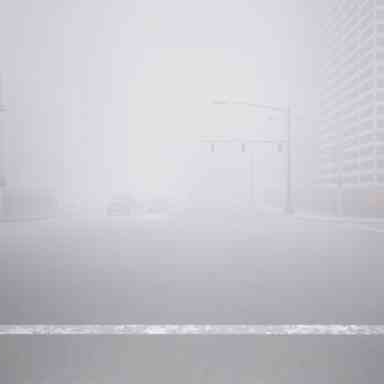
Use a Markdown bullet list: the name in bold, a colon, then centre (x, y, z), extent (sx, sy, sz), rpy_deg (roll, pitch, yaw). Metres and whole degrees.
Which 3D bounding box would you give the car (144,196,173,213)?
- **car**: centre (-3.676, 1.492, 37.430), extent (2.128, 1.511, 4.902), rpy_deg (0, 0, 0)

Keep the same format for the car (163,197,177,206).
- **car**: centre (-3.701, 1.564, 56.459), extent (1.994, 1.385, 4.181), rpy_deg (0, 0, 0)

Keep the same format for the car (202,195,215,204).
- **car**: centre (3.466, 1.526, 64.646), extent (1.812, 1.442, 4.674), rpy_deg (0, 0, 0)

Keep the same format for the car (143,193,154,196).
- **car**: centre (-7.200, 1.221, 55.283), extent (2.150, 2.045, 5.566), rpy_deg (0, 0, 0)

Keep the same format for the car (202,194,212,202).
- **car**: centre (3.353, 1.355, 74.548), extent (2.097, 1.767, 4.553), rpy_deg (0, 0, 0)

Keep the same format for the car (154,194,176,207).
- **car**: centre (-3.690, 1.352, 46.646), extent (2.097, 1.767, 4.553), rpy_deg (0, 0, 0)

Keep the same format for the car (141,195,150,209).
- **car**: centre (-7.191, 1.547, 44.759), extent (2.033, 1.411, 5.357), rpy_deg (0, 0, 0)

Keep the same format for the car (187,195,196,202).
- **car**: centre (-0.150, 1.382, 74.397), extent (1.994, 1.385, 4.181), rpy_deg (0, 0, 0)

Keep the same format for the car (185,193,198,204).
- **car**: centre (-0.128, 1.221, 63.726), extent (2.150, 2.045, 5.566), rpy_deg (0, 0, 0)

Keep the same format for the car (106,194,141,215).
- **car**: centre (-7.152, 1.221, 34.507), extent (2.150, 2.045, 5.566), rpy_deg (0, 0, 2)
